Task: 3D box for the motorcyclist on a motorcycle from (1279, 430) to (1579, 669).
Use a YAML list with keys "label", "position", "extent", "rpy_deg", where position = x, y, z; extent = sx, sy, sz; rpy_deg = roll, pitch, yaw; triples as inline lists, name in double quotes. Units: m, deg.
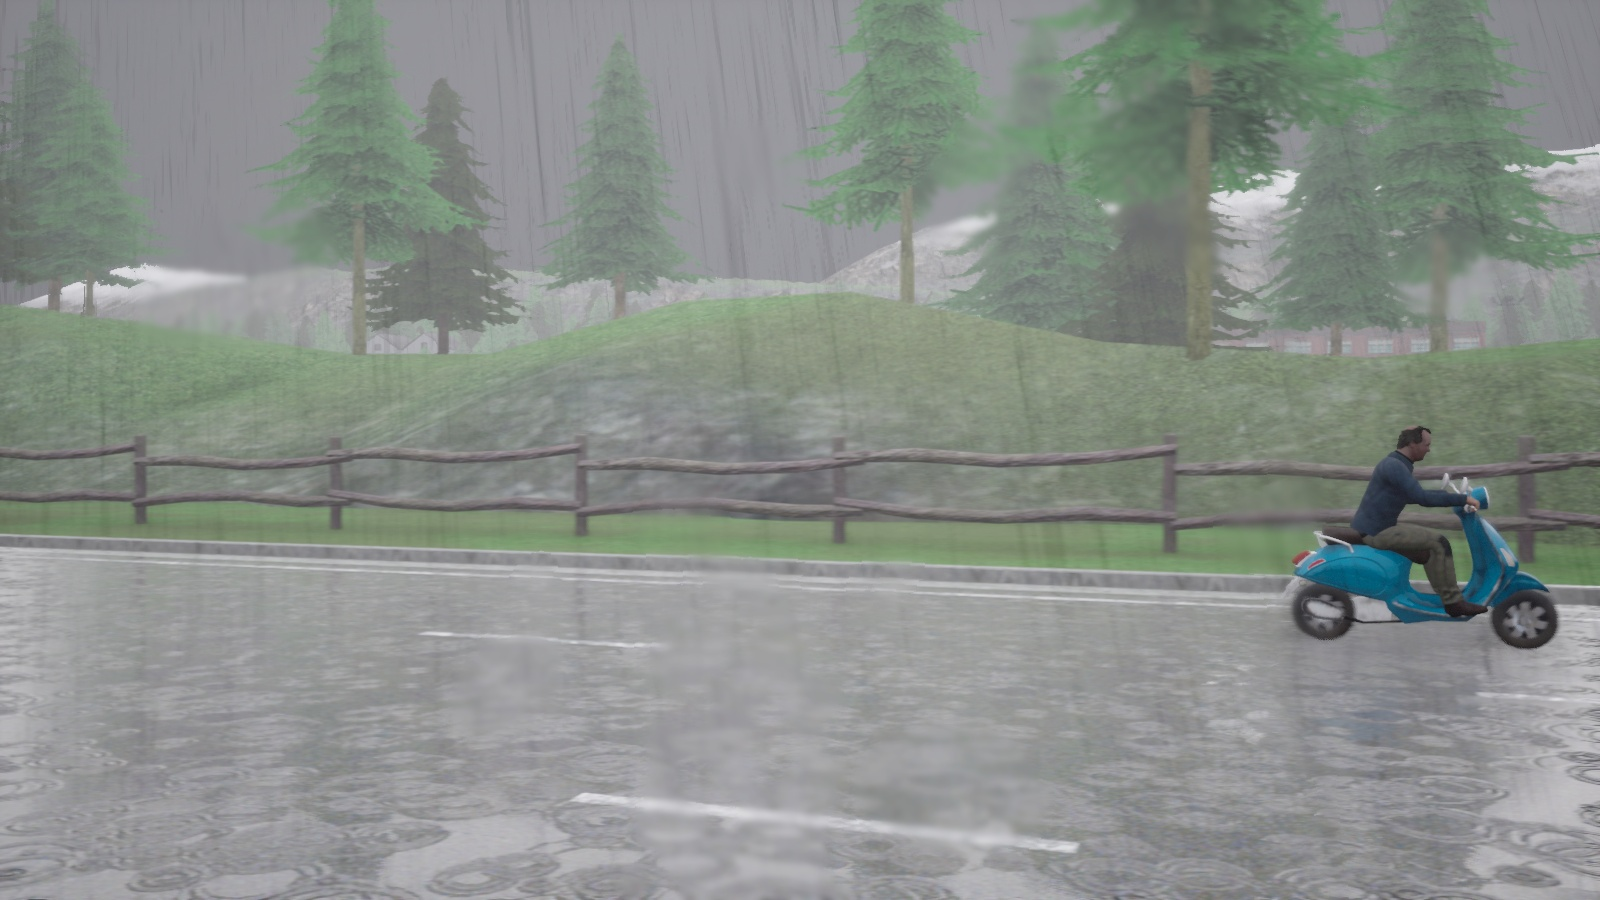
- label: "motorcyclist on a motorcycle"
  position: [4.460, 0.652, 9.077]
  extent: [1.817, 1.590, 0.866]
  rpy_deg: [1, 1, 19]
